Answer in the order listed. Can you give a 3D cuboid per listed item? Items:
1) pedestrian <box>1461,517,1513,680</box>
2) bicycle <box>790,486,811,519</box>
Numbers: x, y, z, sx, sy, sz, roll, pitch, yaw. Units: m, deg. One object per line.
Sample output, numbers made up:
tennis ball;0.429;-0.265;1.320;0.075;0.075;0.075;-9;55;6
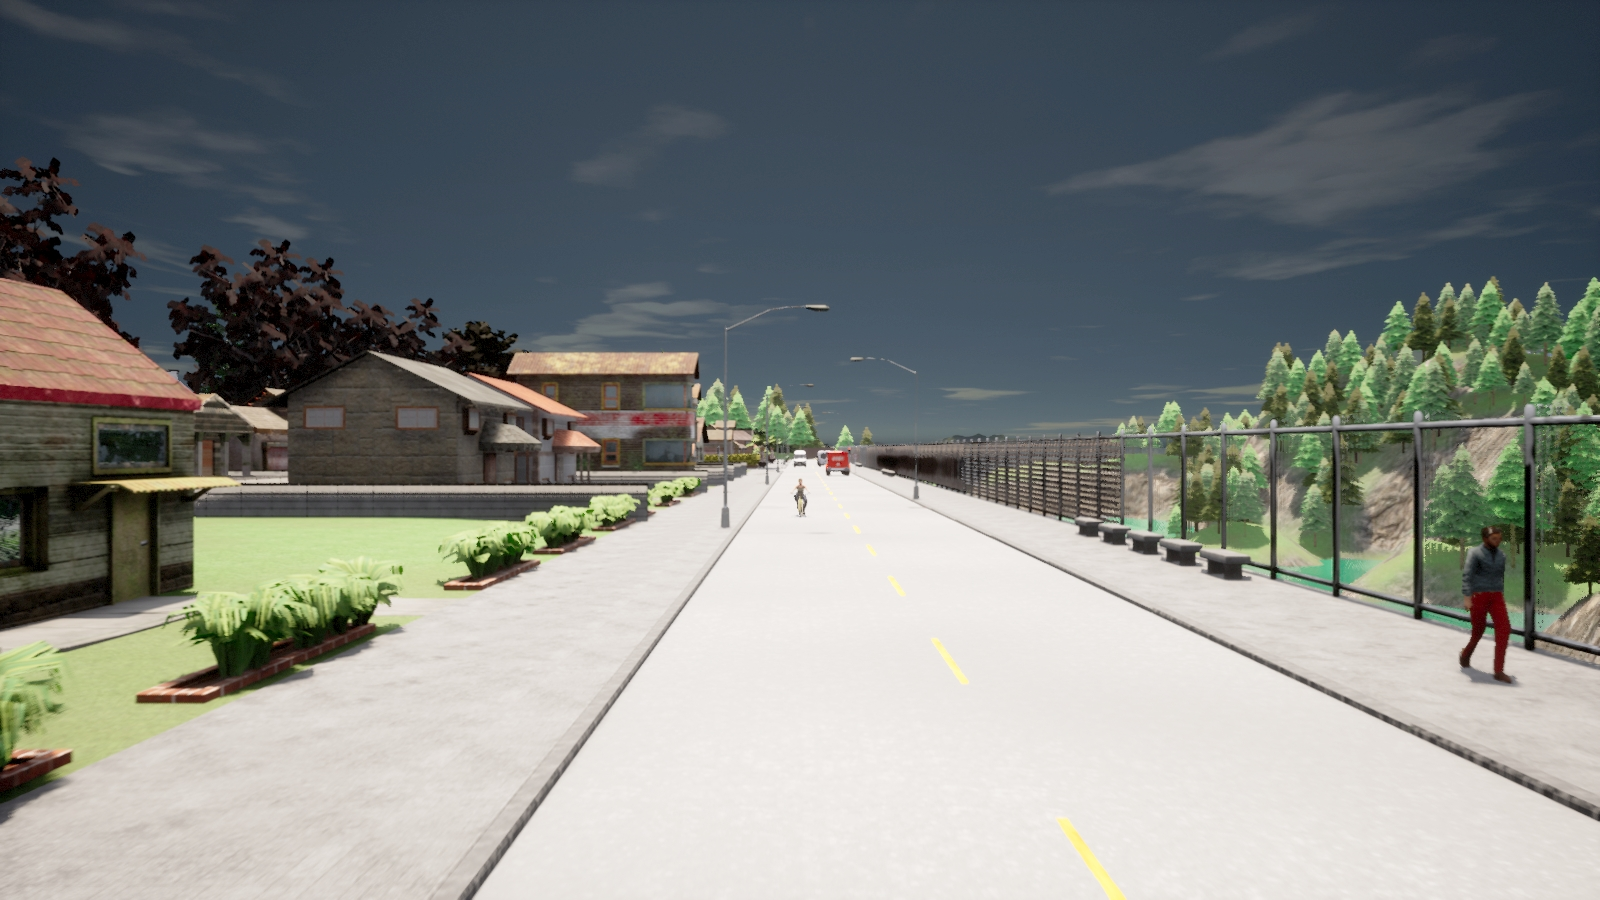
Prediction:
pedestrian;8.070;1.732;13.430;0.375;1.860;0.375;0;0;-1
bicycle;0.021;2.122;46.736;0.859;1.276;1.487;0;0;0
